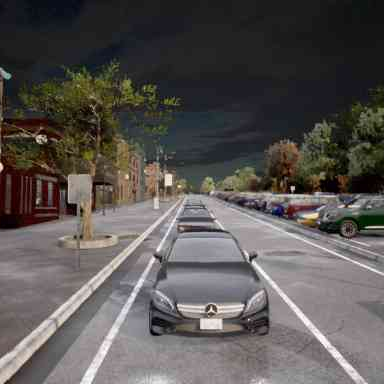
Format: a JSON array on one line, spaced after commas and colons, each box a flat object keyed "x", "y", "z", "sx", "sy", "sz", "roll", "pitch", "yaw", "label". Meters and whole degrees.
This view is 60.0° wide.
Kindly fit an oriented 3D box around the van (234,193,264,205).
[{"x": 9.162, "y": 1.089, "z": 53.476, "sx": 4.442, "sy": 1.987, "sz": 1.878, "roll": 0, "pitch": 1, "yaw": 0, "label": "van"}]

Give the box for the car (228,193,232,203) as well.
[{"x": 9.020, "y": 1.291, "z": 56.280, "sx": 4.892, "sy": 1.521, "sz": 2.231, "roll": 0, "pitch": 1, "yaw": 0, "label": "car"}]

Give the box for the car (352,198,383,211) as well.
[{"x": 22.242, "y": 1.452, "z": 40.194, "sx": 4.792, "sy": 1.488, "sz": 2.163, "roll": 0, "pitch": 0, "yaw": 0, "label": "car"}]

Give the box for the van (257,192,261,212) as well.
[{"x": 9.292, "y": 1.222, "z": 33.848, "sx": 4.442, "sy": 1.987, "sz": 1.878, "roll": 0, "pitch": 0, "yaw": 0, "label": "van"}]

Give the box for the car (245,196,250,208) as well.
[{"x": 9.136, "y": 1.466, "z": 39.459, "sx": 4.674, "sy": 1.452, "sz": 2.002, "roll": 0, "pitch": 0, "yaw": 0, "label": "car"}]

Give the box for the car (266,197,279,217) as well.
[{"x": 9.208, "y": 1.460, "z": 28.239, "sx": 5.008, "sy": 1.535, "sz": 2.097, "roll": 0, "pitch": 0, "yaw": 0, "label": "car"}]

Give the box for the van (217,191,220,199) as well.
[{"x": 8.761, "y": 0.864, "z": 78.702, "sx": 4.442, "sy": 1.987, "sz": 1.878, "roll": 0, "pitch": 1, "yaw": 0, "label": "van"}]

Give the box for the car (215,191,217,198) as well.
[{"x": 8.853, "y": 1.065, "z": 81.508, "sx": 5.008, "sy": 1.535, "sz": 2.097, "roll": 0, "pitch": 1, "yaw": 0, "label": "car"}]

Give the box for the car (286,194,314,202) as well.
[{"x": 22.035, "y": 1.188, "z": 67.951, "sx": 4.892, "sy": 1.521, "sz": 2.231, "roll": 0, "pitch": 1, "yaw": 0, "label": "car"}]

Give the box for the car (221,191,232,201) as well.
[{"x": 8.942, "y": 0.963, "z": 64.687, "sx": 5.566, "sy": 2.045, "sz": 2.435, "roll": 0, "pitch": 1, "yaw": 0, "label": "car"}]

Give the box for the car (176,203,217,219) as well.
[{"x": 0.201, "y": 1.532, "z": 17.403, "sx": 2.033, "sy": 1.411, "sz": 5.357, "roll": 0, "pitch": 0, "yaw": 0, "label": "car"}]

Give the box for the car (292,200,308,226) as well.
[{"x": 9.084, "y": 1.466, "z": 19.828, "sx": 5.366, "sy": 1.575, "sz": 1.946, "roll": 0, "pitch": 0, "yaw": 0, "label": "car"}]

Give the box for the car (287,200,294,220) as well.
[{"x": 9.253, "y": 1.506, "z": 22.632, "sx": 4.674, "sy": 1.452, "sz": 2.002, "roll": 0, "pitch": 0, "yaw": 0, "label": "car"}]

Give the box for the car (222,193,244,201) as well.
[{"x": 8.883, "y": 1.014, "z": 73.097, "sx": 4.553, "sy": 1.767, "sz": 2.185, "roll": 0, "pitch": 1, "yaw": 0, "label": "car"}]

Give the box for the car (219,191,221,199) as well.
[{"x": 8.923, "y": 0.938, "z": 67.490, "sx": 5.566, "sy": 2.045, "sz": 2.435, "roll": 0, "pitch": 1, "yaw": 0, "label": "car"}]

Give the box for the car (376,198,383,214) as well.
[{"x": 22.435, "y": 1.444, "z": 34.640, "sx": 5.366, "sy": 1.575, "sz": 1.946, "roll": 0, "pitch": 0, "yaw": 0, "label": "car"}]

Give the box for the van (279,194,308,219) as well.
[{"x": 9.348, "y": 1.237, "z": 25.436, "sx": 4.442, "sy": 1.987, "sz": 1.878, "roll": 0, "pitch": 0, "yaw": 0, "label": "van"}]

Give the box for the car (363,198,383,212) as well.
[{"x": 22.202, "y": 1.469, "z": 37.411, "sx": 4.792, "sy": 1.488, "sz": 2.163, "roll": 0, "pitch": 0, "yaw": 0, "label": "car"}]

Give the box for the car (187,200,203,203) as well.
[{"x": 0.233, "y": 1.442, "z": 29.851, "sx": 2.128, "sy": 1.511, "sz": 4.902, "roll": 0, "pitch": 0, "yaw": 0, "label": "car"}]

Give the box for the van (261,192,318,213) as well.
[{"x": 9.078, "y": 1.230, "z": 31.045, "sx": 4.442, "sy": 1.987, "sz": 1.878, "roll": 0, "pitch": 0, "yaw": 0, "label": "van"}]

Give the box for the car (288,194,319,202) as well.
[{"x": 21.862, "y": 1.209, "z": 65.173, "sx": 5.366, "sy": 1.575, "sz": 1.946, "roll": 0, "pitch": 0, "yaw": 0, "label": "car"}]

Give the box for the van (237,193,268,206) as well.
[{"x": 9.180, "y": 1.114, "z": 50.672, "sx": 4.442, "sy": 1.987, "sz": 1.878, "roll": 0, "pitch": 1, "yaw": 0, "label": "van"}]

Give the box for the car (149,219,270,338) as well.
[{"x": 0.256, "y": 1.524, "z": 6.824, "sx": 1.812, "sy": 1.442, "sz": 4.674, "roll": 0, "pitch": 0, "yaw": 0, "label": "car"}]

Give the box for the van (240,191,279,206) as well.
[{"x": 9.218, "y": 1.163, "z": 45.068, "sx": 4.442, "sy": 1.987, "sz": 1.878, "roll": 0, "pitch": 0, "yaw": 0, "label": "van"}]

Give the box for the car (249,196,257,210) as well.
[{"x": 9.186, "y": 1.470, "z": 36.651, "sx": 4.792, "sy": 1.488, "sz": 2.163, "roll": 0, "pitch": 0, "yaw": 0, "label": "car"}]

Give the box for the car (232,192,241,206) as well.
[{"x": 9.054, "y": 1.113, "z": 47.867, "sx": 5.566, "sy": 2.045, "sz": 2.435, "roll": 0, "pitch": 1, "yaw": 0, "label": "car"}]

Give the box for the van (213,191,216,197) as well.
[{"x": 8.686, "y": 0.764, "z": 89.914, "sx": 4.442, "sy": 1.987, "sz": 1.878, "roll": 0, "pitch": 1, "yaw": 0, "label": "van"}]

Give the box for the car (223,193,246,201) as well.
[{"x": 8.902, "y": 1.039, "z": 70.294, "sx": 4.553, "sy": 1.767, "sz": 2.185, "roll": 0, "pitch": 1, "yaw": 0, "label": "car"}]

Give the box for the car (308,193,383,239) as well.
[{"x": 9.259, "y": 1.221, "z": 17.025, "sx": 5.566, "sy": 2.045, "sz": 2.435, "roll": 0, "pitch": 0, "yaw": 0, "label": "car"}]

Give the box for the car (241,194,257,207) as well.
[{"x": 9.126, "y": 1.409, "z": 42.261, "sx": 4.892, "sy": 1.521, "sz": 2.231, "roll": 0, "pitch": 0, "yaw": 0, "label": "car"}]

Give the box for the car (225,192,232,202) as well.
[{"x": 8.986, "y": 1.280, "z": 61.887, "sx": 4.674, "sy": 1.452, "sz": 2.002, "roll": 0, "pitch": 1, "yaw": 0, "label": "car"}]

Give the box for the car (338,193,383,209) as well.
[{"x": 22.167, "y": 1.153, "z": 42.967, "sx": 5.566, "sy": 2.045, "sz": 2.435, "roll": 0, "pitch": 0, "yaw": 0, "label": "car"}]

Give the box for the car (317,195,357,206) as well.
[{"x": 22.326, "y": 1.333, "z": 51.297, "sx": 5.366, "sy": 1.575, "sz": 1.946, "roll": 0, "pitch": 1, "yaw": 0, "label": "car"}]

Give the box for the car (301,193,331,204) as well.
[{"x": 22.115, "y": 1.136, "z": 59.624, "sx": 4.553, "sy": 1.767, "sz": 2.185, "roll": 0, "pitch": 1, "yaw": 0, "label": "car"}]
